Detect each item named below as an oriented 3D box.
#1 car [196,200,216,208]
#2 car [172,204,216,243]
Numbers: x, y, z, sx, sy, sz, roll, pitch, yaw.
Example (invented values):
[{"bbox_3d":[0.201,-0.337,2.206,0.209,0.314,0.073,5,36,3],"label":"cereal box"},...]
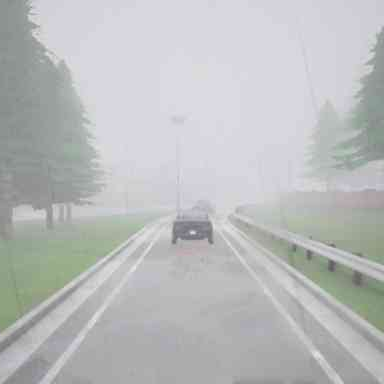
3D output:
[{"bbox_3d":[1.431,1.600,36.277,2.097,1.767,4.553,0,0,10],"label":"car"},{"bbox_3d":[0.017,1.593,16.750,1.882,1.535,5.008,0,0,0],"label":"car"}]
